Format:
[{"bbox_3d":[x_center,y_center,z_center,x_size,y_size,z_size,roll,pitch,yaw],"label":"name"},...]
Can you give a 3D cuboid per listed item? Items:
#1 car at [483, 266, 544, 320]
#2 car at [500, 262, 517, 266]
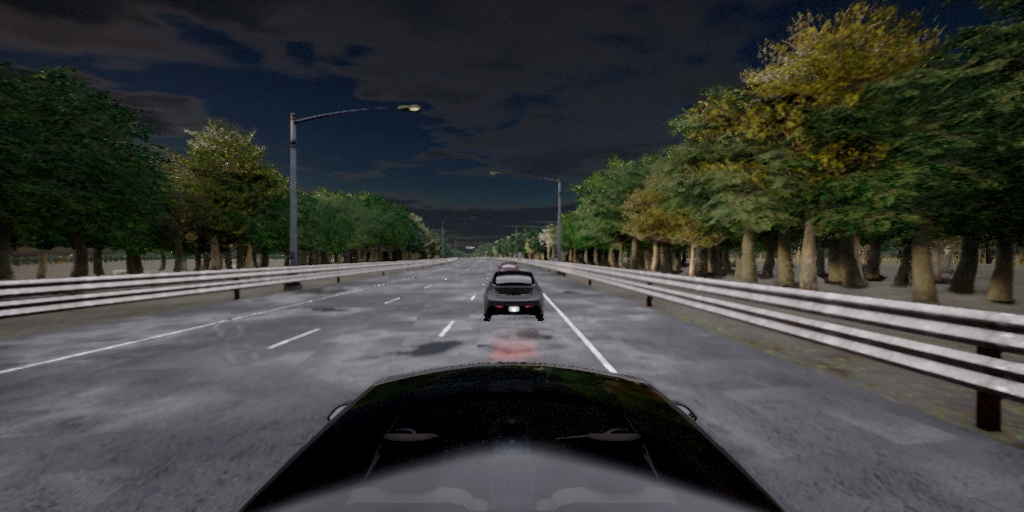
[{"bbox_3d":[0.035,1.251,12.556,1.837,1.490,4.892,0,0,-1],"label":"car"},{"bbox_3d":[-0.300,1.268,30.455,1.812,1.442,4.674,0,0,-2],"label":"car"}]
